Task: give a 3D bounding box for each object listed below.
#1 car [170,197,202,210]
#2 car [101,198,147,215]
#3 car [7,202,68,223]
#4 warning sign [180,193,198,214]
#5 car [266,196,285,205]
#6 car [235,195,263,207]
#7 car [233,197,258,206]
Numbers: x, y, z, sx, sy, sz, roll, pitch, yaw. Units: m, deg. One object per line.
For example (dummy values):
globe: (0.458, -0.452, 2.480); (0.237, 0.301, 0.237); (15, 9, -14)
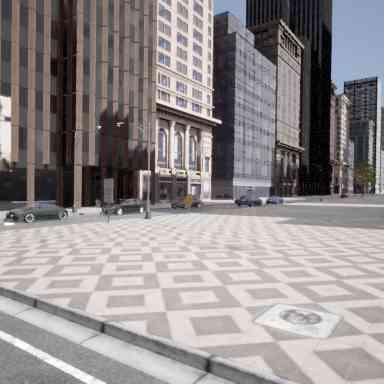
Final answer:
car: (-0.603, 1.336, 40.273); (1.837, 1.490, 4.892); (1, 1, 35)
car: (-6.458, 1.377, 32.008); (1.837, 1.490, 4.892); (1, 1, 35)
car: (-11.470, 1.470, 24.932); (1.994, 1.385, 4.181); (1, 1, 35)
warning sign: (-0.265, 1.077, 30.688); (1.300, 1.860, 1.060); (1, 1, 35)
car: (13.943, 1.362, 55.474); (1.994, 1.385, 4.181); (1, 1, 35)
car: (8.342, 1.193, 47.469); (2.097, 1.767, 4.553); (1, 1, 36)
car: (8.588, 1.435, 53.103); (1.895, 1.301, 4.718); (1, 1, 35)
